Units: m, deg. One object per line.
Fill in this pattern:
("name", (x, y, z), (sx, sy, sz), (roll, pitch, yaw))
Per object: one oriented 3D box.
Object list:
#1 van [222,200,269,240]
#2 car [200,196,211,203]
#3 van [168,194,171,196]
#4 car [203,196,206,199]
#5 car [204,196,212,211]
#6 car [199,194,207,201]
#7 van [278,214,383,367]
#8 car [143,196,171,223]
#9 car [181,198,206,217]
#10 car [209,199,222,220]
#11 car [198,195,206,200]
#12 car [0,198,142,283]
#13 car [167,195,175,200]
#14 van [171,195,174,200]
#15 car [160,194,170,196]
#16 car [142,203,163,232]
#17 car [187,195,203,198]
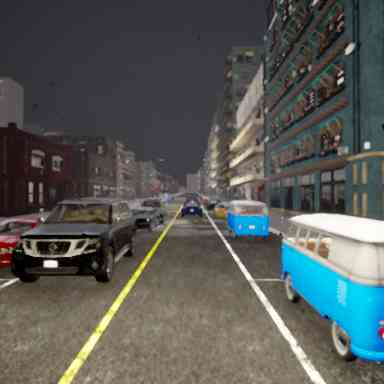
("van", (2.702, 1.337, 16.784), (1.690, 1.788, 3.998), (1, 0, 0))
("car", (2.694, 1.494, 67.011), (2.008, 1.369, 4.403), (1, 0, 0))
("van", (-5.682, 1.283, 66.968), (1.690, 1.788, 3.998), (1, 0, 0))
("car", (2.696, 1.539, 44.688), (1.947, 1.339, 4.313), (1, 0, 0))
("car", (2.697, 1.545, 39.107), (1.947, 1.339, 4.313), (1, 0, 0))
("car", (2.694, 1.355, 83.752), (1.967, 1.590, 4.097), (1, 0, 0))
("van", (2.703, 1.340, 5.621), (1.690, 1.788, 3.998), (1, 0, 0))
("car", (-3.004, 1.396, 24.944), (2.097, 1.767, 4.553), (0, 0, 0))
("car", (0.004, 1.550, 30.827), (1.994, 1.385, 4.181), (0, 0, 0))
("car", (2.698, 1.514, 28.115), (1.752, 1.417, 4.829), (1, 0, 0))
("car", (2.692, 1.455, 89.332), (2.008, 1.369, 4.403), (1, 0, 0))
("car", (-3.090, 1.219, 10.027), (2.150, 2.045, 5.566), (0, 0, 0))
("car", (-5.689, 1.448, 89.289), (1.887, 1.381, 4.507), (1, 0, 0))
("van", (-5.684, 1.266, 78.128), (1.690, 1.788, 3.998), (1, 0, 0))
("car", (-5.686, 1.516, 61.387), (1.947, 1.339, 4.313), (1, 0, 0))
("car", (-3.090, 1.594, 20.197), (1.895, 1.301, 4.718), (0, 0, 0))
("car", (0.037, 1.325, 44.076), (2.097, 1.767, 4.553), (0, 0, 1))
